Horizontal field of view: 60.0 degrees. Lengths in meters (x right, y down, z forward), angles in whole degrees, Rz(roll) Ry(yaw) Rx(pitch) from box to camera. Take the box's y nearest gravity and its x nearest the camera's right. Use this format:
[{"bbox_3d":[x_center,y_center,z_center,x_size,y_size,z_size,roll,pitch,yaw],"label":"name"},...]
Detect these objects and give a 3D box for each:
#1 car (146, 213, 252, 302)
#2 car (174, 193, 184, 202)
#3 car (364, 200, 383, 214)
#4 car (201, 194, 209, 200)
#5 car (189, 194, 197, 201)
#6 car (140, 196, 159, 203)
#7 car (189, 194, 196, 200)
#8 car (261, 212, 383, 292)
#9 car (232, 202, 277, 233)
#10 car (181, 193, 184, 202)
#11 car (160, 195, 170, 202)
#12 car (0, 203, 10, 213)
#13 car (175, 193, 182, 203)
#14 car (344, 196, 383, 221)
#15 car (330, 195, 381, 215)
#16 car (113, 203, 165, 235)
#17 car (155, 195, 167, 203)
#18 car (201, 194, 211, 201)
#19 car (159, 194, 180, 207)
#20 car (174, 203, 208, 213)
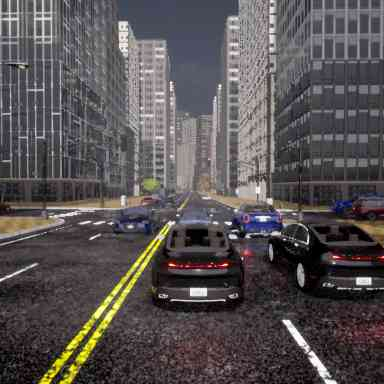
[{"bbox_3d":[0.120,1.501,8.230,1.837,1.490,4.892,0,0,0],"label":"car"},{"bbox_3d":[-3.039,1.154,77.873,2.150,2.045,5.566,0,0,0],"label":"car"},{"bbox_3d":[21.909,1.643,36.767,4.829,1.417,1.752,1,0,1],"label":"car"},{"bbox_3d":[3.496,1.408,90.808,1.837,1.490,4.892,0,0,0],"label":"car"},{"bbox_3d":[0.218,1.450,80.171,1.812,1.442,4.674,0,0,0],"label":"car"},{"bbox_3d":[-6.455,1.491,49.034,1.812,1.442,4.674,0,0,2],"label":"car"},{"bbox_3d":[0.245,1.387,90.165,1.882,1.535,5.008,0,0,0],"label":"car"},{"bbox_3d":[3.374,1.500,8.936,1.837,1.490,4.892,0,0,0],"label":"car"},{"bbox_3d":[3.397,1.342,18.019,2.097,1.767,4.553,0,0,0],"label":"car"},{"bbox_3d":[-3.091,1.469,67.421,1.812,1.442,4.674,0,0,1],"label":"car"},{"bbox_3d":[-6.289,1.453,77.913,1.812,1.442,4.674,0,0,0],"label":"car"},{"bbox_3d":[-20.028,1.315,31.783,5.008,1.535,1.882,1,1,1],"label":"car"},{"bbox_3d":[-3.177,1.460,57.600,1.837,1.490,4.892,0,0,0],"label":"car"},{"bbox_3d":[16.278,1.519,28.496,5.009,1.841,2.192,1,0,1],"label":"car"},{"bbox_3d":[17.298,1.341,34.255,5.566,2.045,2.150,1,1,2],"label":"car"},{"bbox_3d":[-2.982,1.553,18.711,1.994,1.385,4.181,0,0,4],"label":"car"},{"bbox_3d":[-6.335,1.420,67.643,1.882,1.535,5.008,0,0,0],"label":"car"},{"bbox_3d":[3.470,1.520,80.874,1.895,1.301,4.718,0,0,0],"label":"car"},{"bbox_3d":[-3.210,1.471,48.261,1.837,1.490,4.892,0,0,0],"label":"car"},{"bbox_3d":[0.148,1.538,17.785,2.033,1.411,5.357,0,0,0],"label":"car"}]
